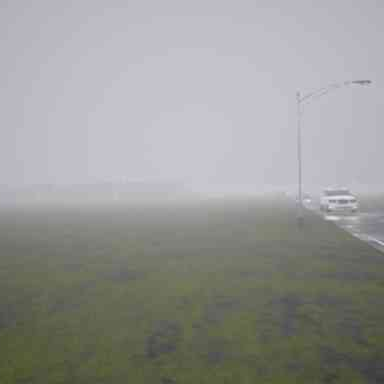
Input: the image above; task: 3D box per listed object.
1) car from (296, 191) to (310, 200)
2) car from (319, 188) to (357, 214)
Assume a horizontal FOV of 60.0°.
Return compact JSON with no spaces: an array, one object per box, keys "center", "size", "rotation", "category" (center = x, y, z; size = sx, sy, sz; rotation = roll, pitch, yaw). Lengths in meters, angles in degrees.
[{"center":[18.844,0.589,56.617],"size":[1.994,1.385,4.181],"rotation":[-1,1,13],"category":"car"},{"center":[12.218,0.672,28.154],"size":[2.150,2.045,5.566],"rotation":[-1,1,13],"category":"car"}]
